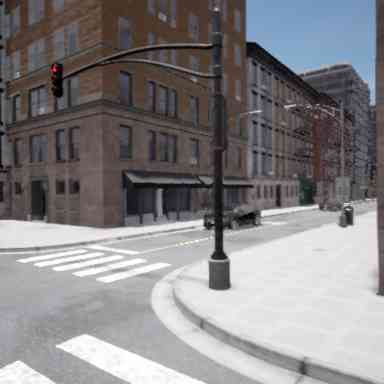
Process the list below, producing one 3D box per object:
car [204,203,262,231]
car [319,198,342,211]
[{"bbox_3d":[2.686,1.486,21.165,1.882,1.535,5.008,0,0,37],"label":"car"},{"bbox_3d":[16.580,1.445,39.619,1.837,1.490,4.892,0,-1,37],"label":"car"}]
